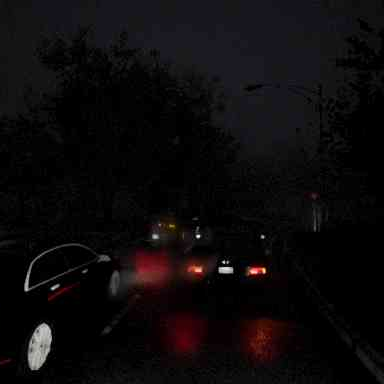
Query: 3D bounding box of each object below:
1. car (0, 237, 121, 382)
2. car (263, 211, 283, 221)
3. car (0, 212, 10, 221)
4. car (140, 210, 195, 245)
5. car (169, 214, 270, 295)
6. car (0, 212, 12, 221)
[{"bbox_3d":[-2.636,1.524,5.540,1.837,1.490,4.892,0,0,5],"label":"car"},{"bbox_3d":[12.276,3.774,52.193,2.128,1.511,4.902,2,-4,-22],"label":"car"},{"bbox_3d":[-27.323,3.316,45.365,1.882,1.535,5.008,-1,-4,10],"label":"car"},{"bbox_3d":[-0.920,1.601,15.781,1.837,1.490,4.892,-1,-1,13],"label":"car"},{"bbox_3d":[0.994,1.549,8.883,2.033,1.411,5.357,-1,0,8],"label":"car"},{"bbox_3d":[-29.525,3.683,49.872,1.994,1.385,4.181,-1,-4,20],"label":"car"}]
